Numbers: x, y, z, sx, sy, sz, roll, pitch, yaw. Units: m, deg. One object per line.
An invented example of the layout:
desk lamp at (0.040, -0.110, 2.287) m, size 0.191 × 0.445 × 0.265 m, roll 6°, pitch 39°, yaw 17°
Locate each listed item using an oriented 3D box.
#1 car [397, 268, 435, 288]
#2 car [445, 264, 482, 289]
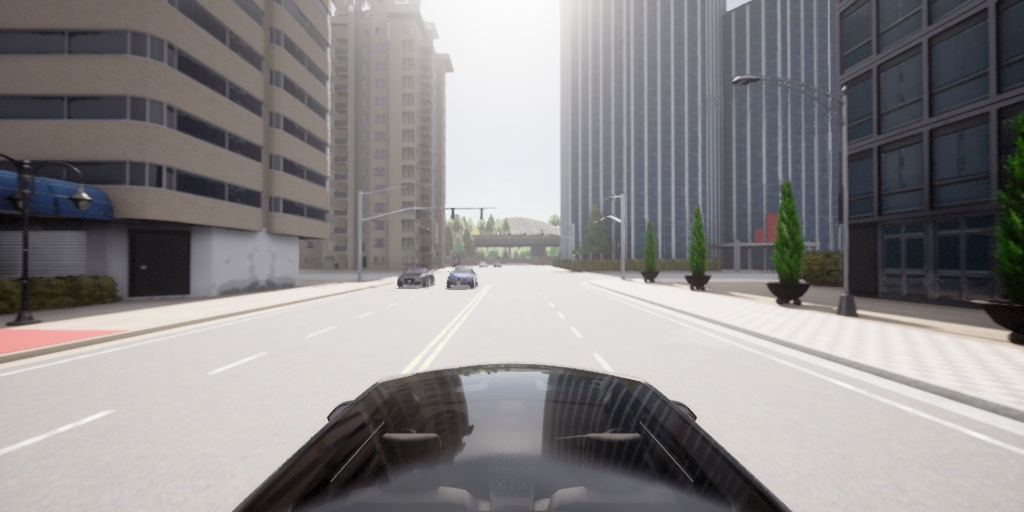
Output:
car at (-7.013, 1.578, 26.552) m, size 1.994 × 1.385 × 4.181 m, roll 0°, pitch -1°, yaw 1°
car at (-3.518, 1.533, 26.041) m, size 1.812 × 1.442 × 4.674 m, roll 0°, pitch -1°, yaw 0°
